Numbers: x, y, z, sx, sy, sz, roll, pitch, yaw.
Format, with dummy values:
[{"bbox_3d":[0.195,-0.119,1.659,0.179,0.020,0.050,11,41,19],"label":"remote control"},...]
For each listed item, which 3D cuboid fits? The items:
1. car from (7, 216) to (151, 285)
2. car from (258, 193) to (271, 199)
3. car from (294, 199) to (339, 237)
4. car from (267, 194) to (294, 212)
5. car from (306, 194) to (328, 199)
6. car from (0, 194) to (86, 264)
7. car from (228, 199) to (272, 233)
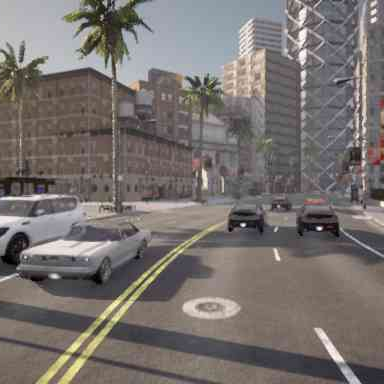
[{"bbox_3d":[-2.679,1.523,9.457,1.895,1.301,4.718,0,0,9],"label":"car"},{"bbox_3d":[10.649,0.745,47.732,1.812,1.442,4.674,0,1,22],"label":"car"},{"bbox_3d":[6.468,1.360,17.384,1.837,1.490,4.892,0,0,16],"label":"car"},{"bbox_3d":[9.690,1.205,35.849,1.837,1.490,4.892,0,0,22],"label":"car"},{"bbox_3d":[13.412,1.057,35.704,2.097,1.767,4.553,0,1,22],"label":"car"},{"bbox_3d":[-5.838,1.125,11.784,2.150,2.045,5.566,0,0,11],"label":"car"},{"bbox_3d":[3.258,1.349,18.835,1.837,1.490,4.892,0,0,17],"label":"car"}]
